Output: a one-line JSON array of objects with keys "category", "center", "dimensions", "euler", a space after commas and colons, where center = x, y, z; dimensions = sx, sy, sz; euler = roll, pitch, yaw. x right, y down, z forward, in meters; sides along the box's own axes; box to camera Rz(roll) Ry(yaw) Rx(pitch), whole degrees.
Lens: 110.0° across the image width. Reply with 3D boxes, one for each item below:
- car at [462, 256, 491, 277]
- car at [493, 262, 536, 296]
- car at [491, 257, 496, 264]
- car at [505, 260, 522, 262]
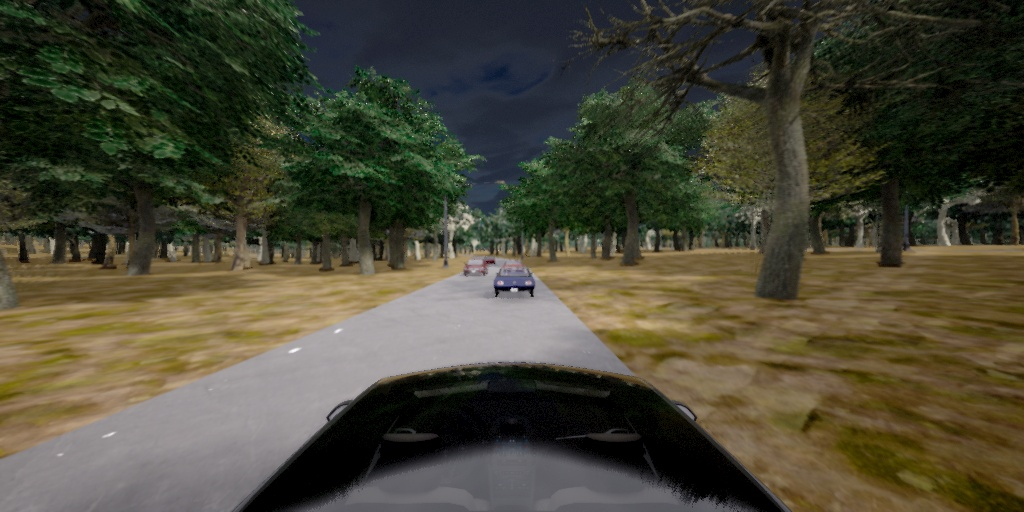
[{"category": "car", "center": [-3.073, 0.946, 30.970], "dimensions": [1.812, 1.442, 4.674], "euler": [0, 1, 0]}, {"category": "car", "center": [0.112, 1.174, 17.840], "dimensions": [1.895, 1.301, 4.718], "euler": [0, 1, 0]}, {"category": "car", "center": [-3.328, 0.719, 54.110], "dimensions": [1.895, 1.301, 4.718], "euler": [0, 1, -2]}, {"category": "car", "center": [0.127, 0.986, 33.041], "dimensions": [1.895, 1.301, 4.718], "euler": [0, 1, 0]}]
